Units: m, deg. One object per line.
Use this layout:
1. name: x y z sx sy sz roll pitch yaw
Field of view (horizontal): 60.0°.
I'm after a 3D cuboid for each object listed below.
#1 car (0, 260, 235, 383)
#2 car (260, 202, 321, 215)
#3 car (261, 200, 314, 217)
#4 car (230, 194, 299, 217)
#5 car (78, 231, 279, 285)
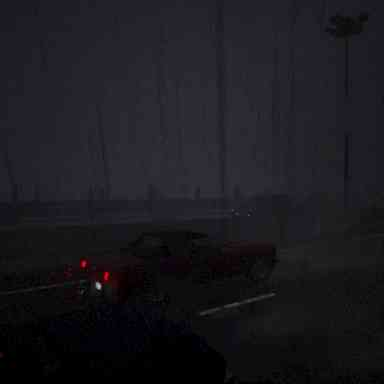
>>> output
1. car: -1.947 1.601 2.373 4.718 1.301 1.895 0 0 -35
2. car: 6.825 1.554 21.765 4.181 1.385 1.994 0 0 -36
3. car: 9.290 1.534 32.126 5.357 1.411 2.033 0 0 -36
4. car: 5.427 1.212 25.069 5.566 2.045 2.150 0 0 -36
5. car: -0.086 1.599 7.991 4.718 1.301 1.895 0 0 -35
